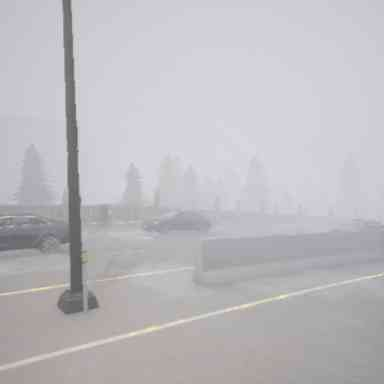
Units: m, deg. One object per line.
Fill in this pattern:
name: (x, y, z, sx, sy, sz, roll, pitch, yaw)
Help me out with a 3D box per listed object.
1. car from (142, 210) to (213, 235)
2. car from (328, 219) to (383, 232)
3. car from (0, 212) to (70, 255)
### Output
car: (-0.818, 1.825, 20.602, 4.674, 1.442, 1.812, 3, -2, -35)
car: (9.959, 2.339, 19.690, 4.674, 1.442, 1.812, 5, -3, -35)
car: (-6.812, 1.515, 12.028, 4.902, 1.511, 2.128, 1, 0, -35)
